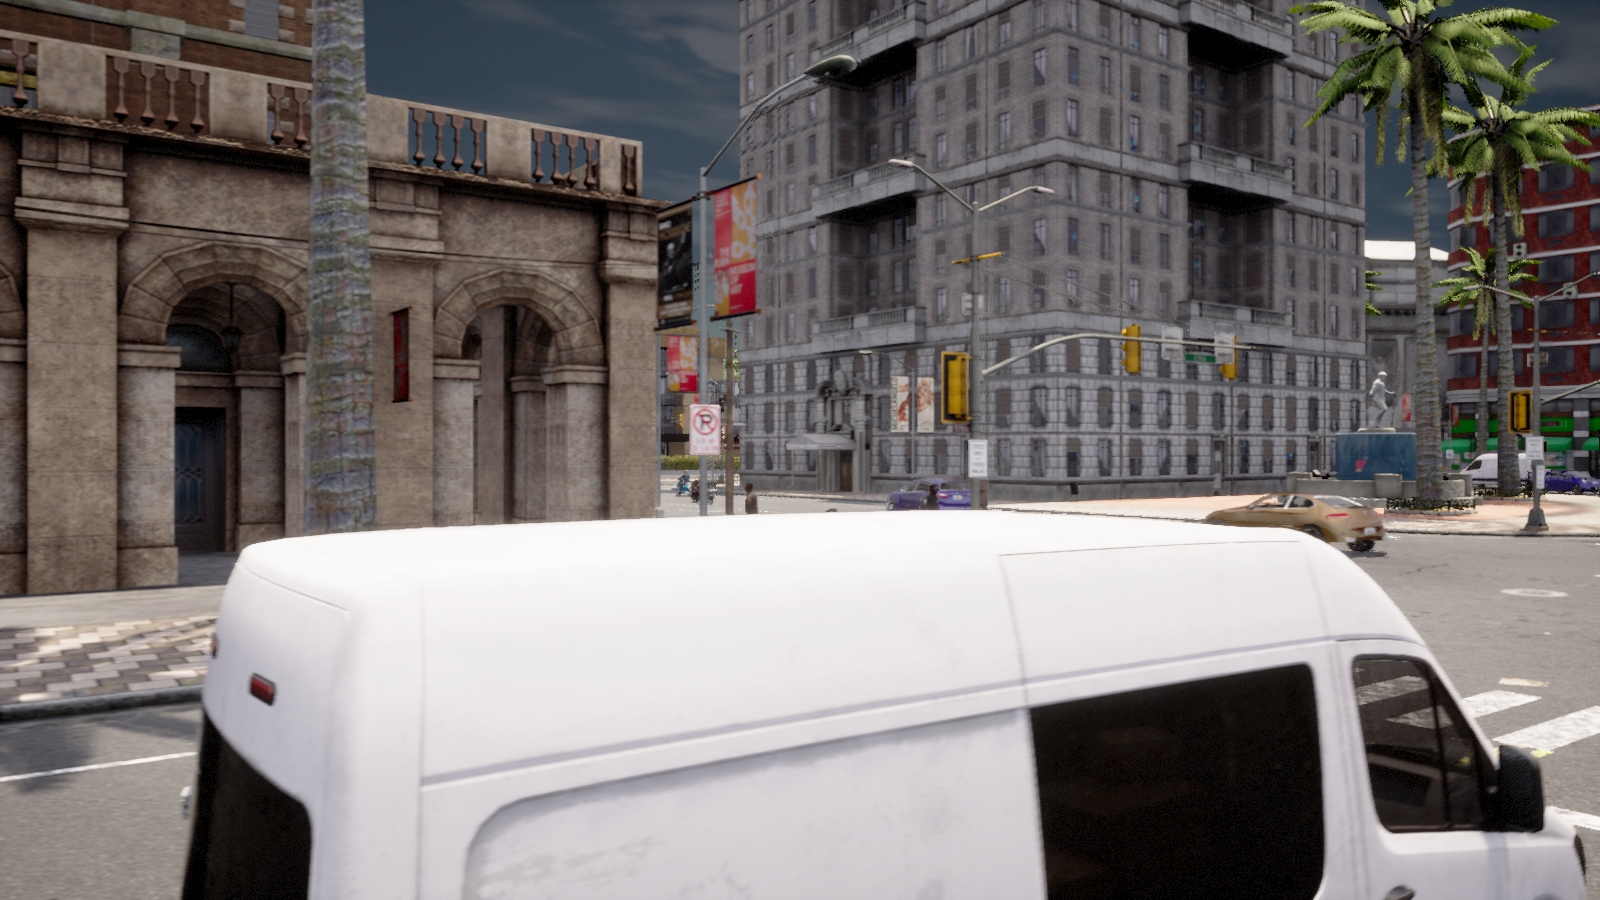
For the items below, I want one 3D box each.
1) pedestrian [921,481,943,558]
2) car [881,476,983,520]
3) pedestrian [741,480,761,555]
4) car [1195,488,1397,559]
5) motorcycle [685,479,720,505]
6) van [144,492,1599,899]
[{"bbox_3d":[3.257,1.696,28.166,0.375,1.860,0.375,0,0,-44],"label":"pedestrian"},{"bbox_3d":[5.477,1.968,48.129,2.242,1.667,4.611,0,0,-24],"label":"car"},{"bbox_3d":[-1.240,1.697,28.891,0.375,1.860,0.375,0,0,24],"label":"pedestrian"},{"bbox_3d":[13.872,1.992,32.312,2.152,1.651,5.027,0,0,-27],"label":"car"},{"bbox_3d":[-5.137,2.205,60.024,0.867,1.251,2.209,0,0,-35],"label":"motorcycle"},{"bbox_3d":[0.942,1.534,4.453,5.915,2.561,1.988,0,0,-35],"label":"van"}]
